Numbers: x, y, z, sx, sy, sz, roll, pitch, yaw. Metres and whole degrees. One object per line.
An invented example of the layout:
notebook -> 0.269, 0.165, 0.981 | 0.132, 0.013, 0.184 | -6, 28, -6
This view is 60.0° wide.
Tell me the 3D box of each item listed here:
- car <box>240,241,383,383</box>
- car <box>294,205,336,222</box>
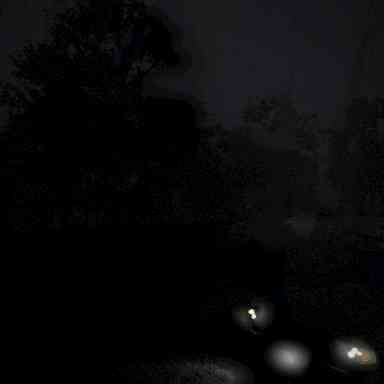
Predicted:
car -> 3.269, 1.593, 5.546 | 5.357, 1.411, 2.033 | 1, 0, -37
car -> 10.397, 1.758, 28.146 | 4.181, 1.385, 1.994 | 1, -1, -42
